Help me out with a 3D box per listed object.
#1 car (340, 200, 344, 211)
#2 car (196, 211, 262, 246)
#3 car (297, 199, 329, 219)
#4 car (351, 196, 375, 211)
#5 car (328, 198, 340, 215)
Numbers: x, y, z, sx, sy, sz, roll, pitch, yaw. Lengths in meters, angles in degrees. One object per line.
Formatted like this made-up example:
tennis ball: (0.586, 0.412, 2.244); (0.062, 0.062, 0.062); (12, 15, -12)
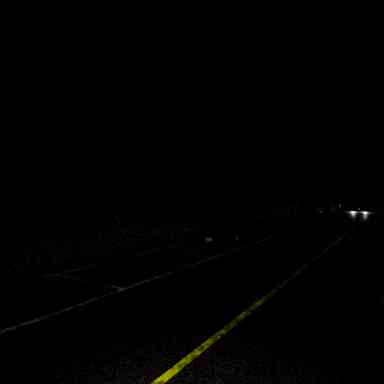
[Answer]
car: (16.446, 1.441, 38.843); (1.967, 1.590, 4.097); (0, 0, 32)
car: (1.844, 1.566, 15.392); (1.947, 1.339, 4.313); (0, 0, 32)
car: (10.605, 1.583, 29.463); (1.802, 1.307, 4.206); (0, 0, 32)
car: (20.621, 1.548, 40.503); (2.033, 1.411, 5.357); (0, 0, 32)
car: (13.526, 1.567, 34.153); (1.947, 1.339, 4.313); (0, 0, 32)
